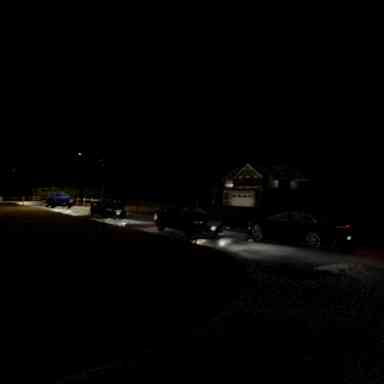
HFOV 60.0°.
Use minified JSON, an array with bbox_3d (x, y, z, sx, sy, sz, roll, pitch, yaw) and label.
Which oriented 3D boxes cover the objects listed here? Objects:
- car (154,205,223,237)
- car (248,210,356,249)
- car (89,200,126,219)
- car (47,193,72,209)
[{"bbox_3d":[-0.315,1.446,17.863,2.128,1.511,4.902,2,-1,-33],"label":"car"},{"bbox_3d":[4.694,1.568,14.967,2.128,1.511,4.902,0,0,-38],"label":"car"},{"bbox_3d":[-7.109,1.391,27.862,2.128,1.511,4.902,2,-1,-34],"label":"car"},{"bbox_3d":[-16.886,1.102,42.220,2.150,2.045,5.566,2,-2,-34],"label":"car"}]
